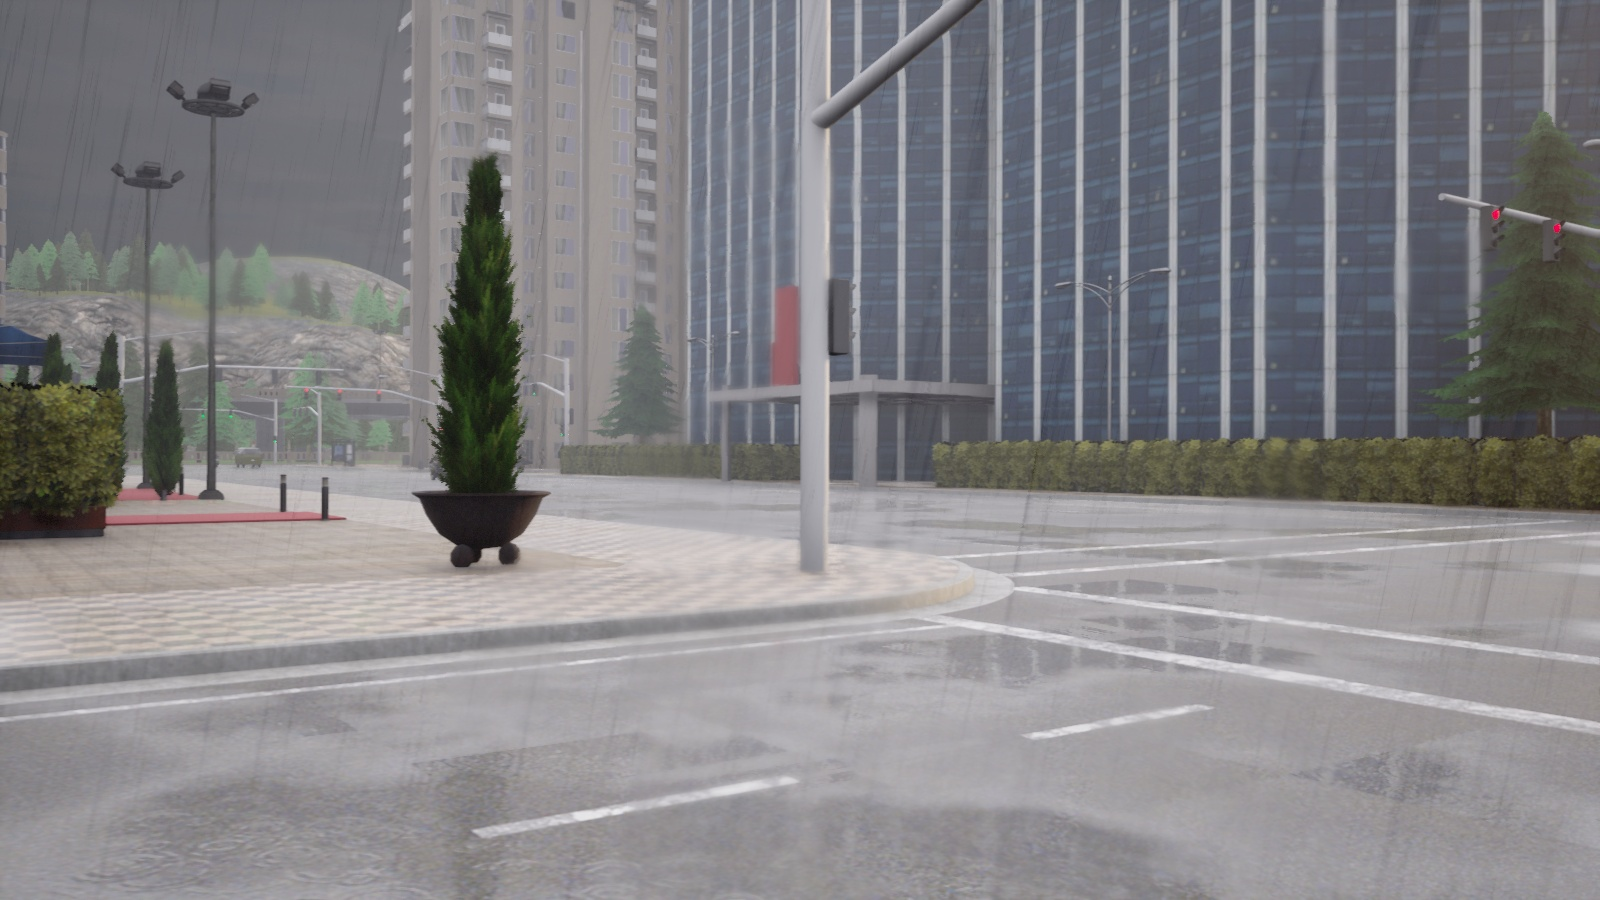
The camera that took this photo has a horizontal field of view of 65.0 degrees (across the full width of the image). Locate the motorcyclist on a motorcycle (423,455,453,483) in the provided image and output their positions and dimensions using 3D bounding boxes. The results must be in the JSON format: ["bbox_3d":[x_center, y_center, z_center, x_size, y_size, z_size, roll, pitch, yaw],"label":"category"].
[{"bbox_3d":[-19.809,1.039,68.712,0.866,1.530,2.191,0,0,-35],"label":"motorcyclist on a motorcycle"}]
